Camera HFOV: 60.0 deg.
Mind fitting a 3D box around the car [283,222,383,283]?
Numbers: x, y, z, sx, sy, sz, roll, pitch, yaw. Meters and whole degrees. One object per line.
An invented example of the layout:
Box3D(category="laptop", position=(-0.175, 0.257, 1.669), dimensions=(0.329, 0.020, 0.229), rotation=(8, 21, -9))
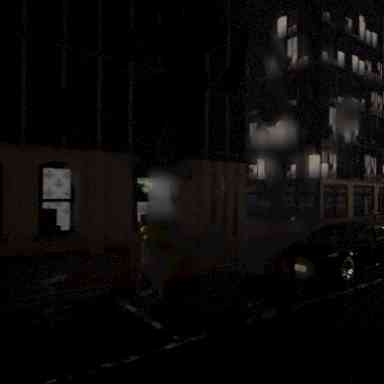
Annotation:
Box3D(category="car", position=(4.564, 1.590, 9.805), dimensions=(4.313, 1.339, 1.947), rotation=(0, 0, -35))
